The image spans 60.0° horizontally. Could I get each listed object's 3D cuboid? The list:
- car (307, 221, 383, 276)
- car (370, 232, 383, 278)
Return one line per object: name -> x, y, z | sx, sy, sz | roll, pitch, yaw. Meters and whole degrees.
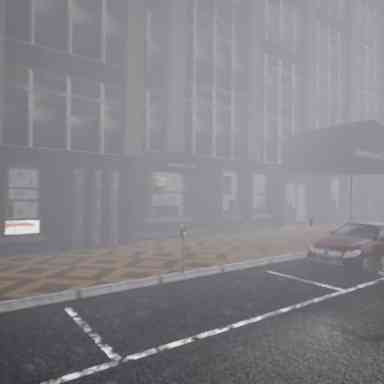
car -> 5.393, 1.604, 10.395 | 4.206, 1.307, 1.802 | 0, 1, -35
car -> 6.452, 1.621, 7.913 | 4.718, 1.301, 1.895 | 0, 0, -35
